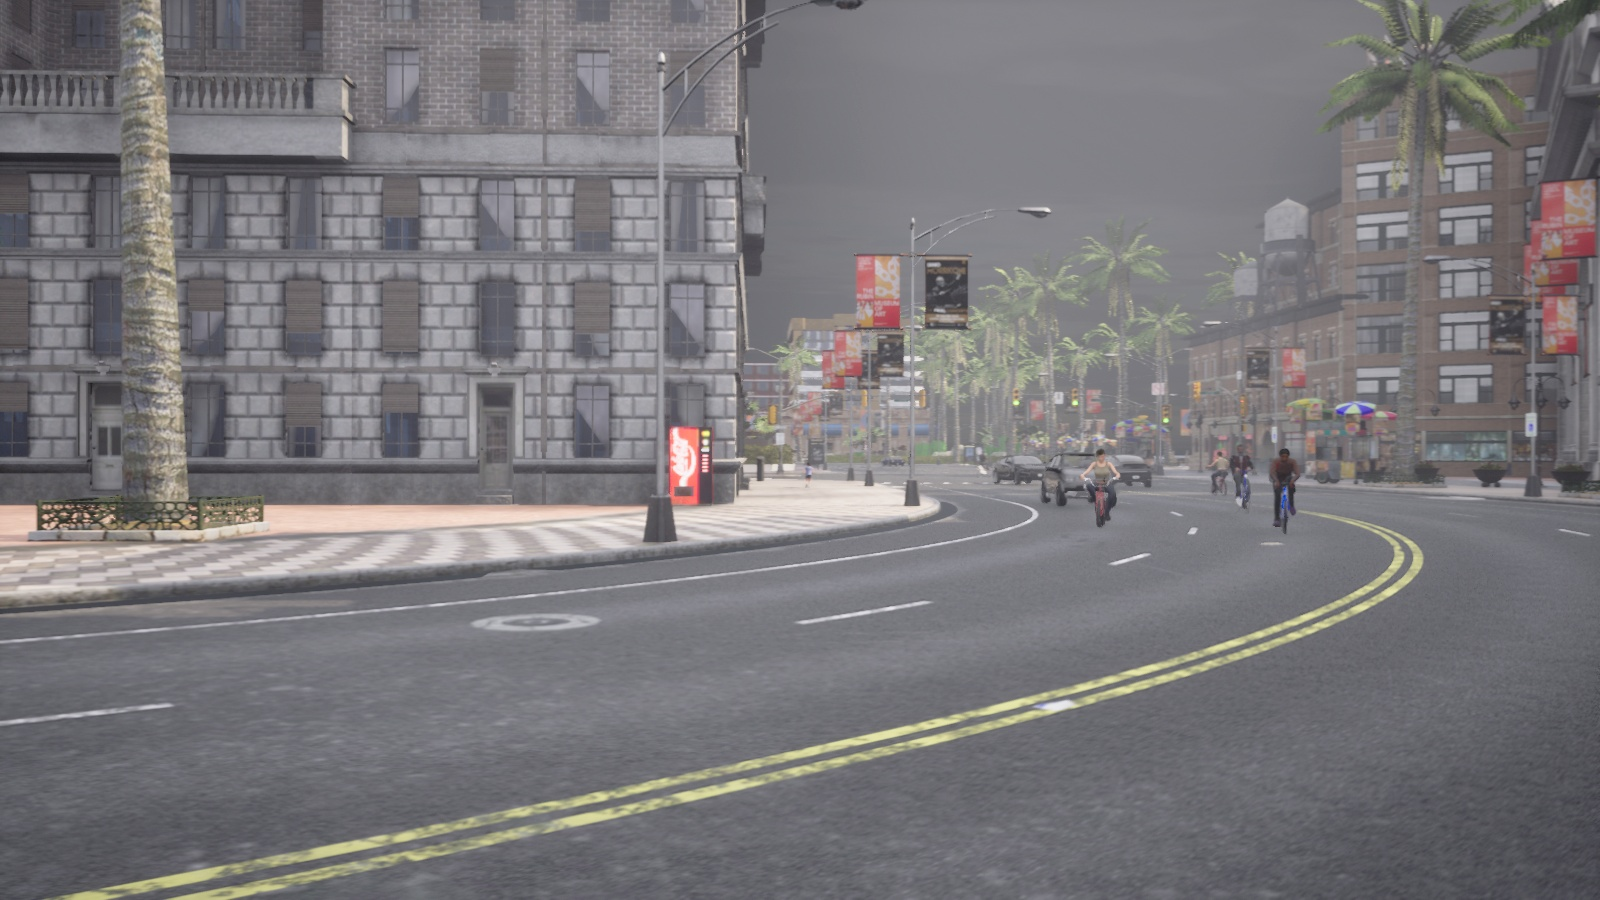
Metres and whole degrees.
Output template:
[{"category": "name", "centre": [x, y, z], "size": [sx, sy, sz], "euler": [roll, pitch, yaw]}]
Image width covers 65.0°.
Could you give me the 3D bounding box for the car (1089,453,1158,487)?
[{"category": "car", "centre": [14.910, 0.904, 58.174], "size": [1.837, 1.490, 4.892], "euler": [0, 0, -2]}]

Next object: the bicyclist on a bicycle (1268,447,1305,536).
[{"category": "bicyclist on a bicycle", "centre": [9.175, 0.753, 23.726], "size": [0.582, 1.620, 1.656], "euler": [-1, 0, 19]}]

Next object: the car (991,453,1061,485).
[{"category": "car", "centre": [11.235, 0.903, 62.804], "size": [1.882, 1.535, 5.008], "euler": [0, 0, -9]}]

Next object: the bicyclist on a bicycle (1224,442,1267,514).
[{"category": "bicyclist on a bicycle", "centre": [11.197, 0.691, 31.642], "size": [0.659, 1.776, 1.843], "euler": [-1, 0, 8]}]

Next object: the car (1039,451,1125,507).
[{"category": "car", "centre": [8.240, 0.826, 37.020], "size": [1.789, 1.549, 3.705], "euler": [0, 0, 1]}]

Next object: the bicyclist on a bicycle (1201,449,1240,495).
[{"category": "bicyclist on a bicycle", "centre": [15.186, 0.793, 45.419], "size": [0.866, 1.612, 1.509], "euler": [0, -1, -1]}]

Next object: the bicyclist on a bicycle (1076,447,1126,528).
[{"category": "bicyclist on a bicycle", "centre": [6.179, 0.751, 25.730], "size": [0.866, 1.612, 1.509], "euler": [-1, 0, 19]}]
